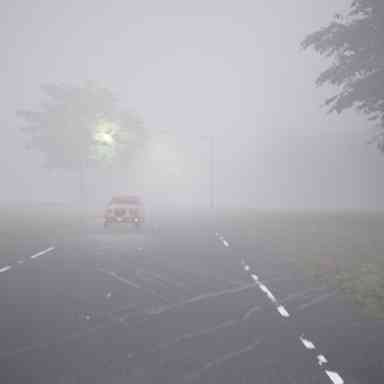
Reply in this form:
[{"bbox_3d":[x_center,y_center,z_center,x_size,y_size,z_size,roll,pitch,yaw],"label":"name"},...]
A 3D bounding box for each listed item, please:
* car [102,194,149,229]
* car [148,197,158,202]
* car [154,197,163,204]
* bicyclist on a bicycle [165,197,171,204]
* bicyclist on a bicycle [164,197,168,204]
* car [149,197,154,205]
[{"bbox_3d":[-4.257,1.166,21.622,2.150,2.045,5.566,0,0,-3],"label":"car"},{"bbox_3d":[-11.181,2.246,94.637,2.033,1.411,5.357,0,-2,-14],"label":"car"},{"bbox_3d":[-8.186,2.038,80.530,1.837,1.490,4.892,0,-1,-12],"label":"car"},{"bbox_3d":[-4.591,1.731,66.095,0.866,1.612,1.509,0,-1,-9],"label":"bicyclist on a bicycle"},{"bbox_3d":[-5.743,1.863,72.833,0.582,1.620,1.656,0,-1,-10],"label":"bicyclist on a bicycle"},{"bbox_3d":[-8.450,1.744,61.947,1.812,1.442,4.674,0,-1,-8],"label":"car"}]
